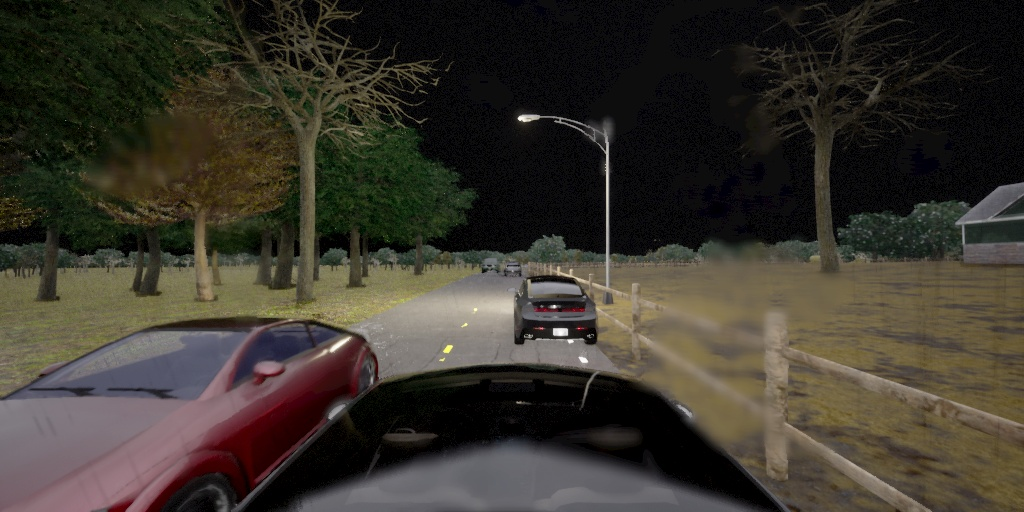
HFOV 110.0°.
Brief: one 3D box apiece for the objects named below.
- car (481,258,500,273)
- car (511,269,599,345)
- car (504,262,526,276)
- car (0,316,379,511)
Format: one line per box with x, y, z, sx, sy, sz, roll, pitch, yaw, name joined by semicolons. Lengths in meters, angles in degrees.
-2.782;1.242;47.573;2.150;2.045;5.566;0;-1;1;car
0.964;1.263;9.539;1.837;1.490;4.892;0;0;0;car
0.088;1.378;38.822;2.128;1.511;4.902;0;-1;0;car
-2.849;1.315;3.333;1.994;1.385;4.181;0;0;0;car
